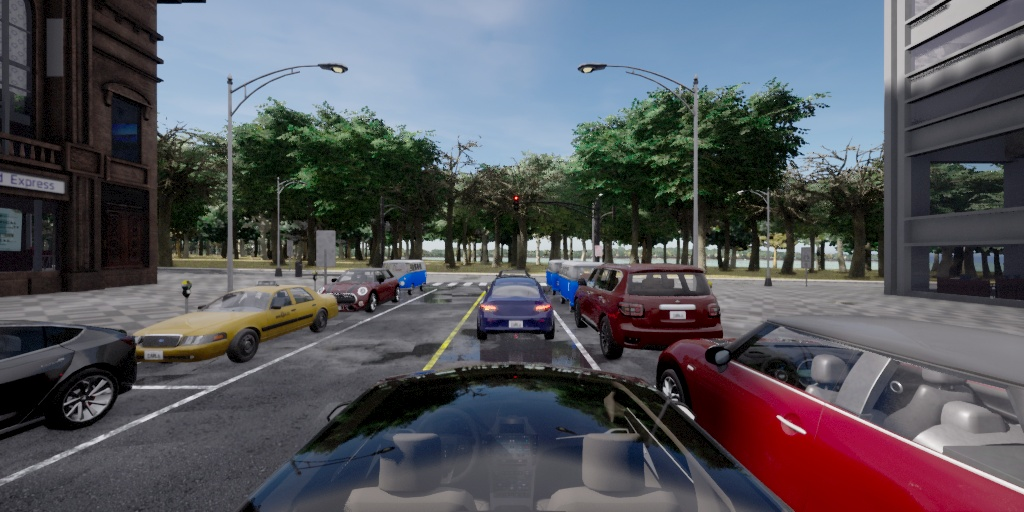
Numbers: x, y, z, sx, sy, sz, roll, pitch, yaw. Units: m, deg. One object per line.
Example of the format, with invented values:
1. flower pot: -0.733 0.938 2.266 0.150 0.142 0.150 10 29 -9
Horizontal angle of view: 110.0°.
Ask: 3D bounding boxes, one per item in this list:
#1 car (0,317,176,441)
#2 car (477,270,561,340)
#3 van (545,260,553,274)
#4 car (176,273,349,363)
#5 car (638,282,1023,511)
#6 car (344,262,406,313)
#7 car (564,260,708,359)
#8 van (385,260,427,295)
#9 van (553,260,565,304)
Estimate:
1. car: -5.763 1.316 2.912 1.948 1.339 4.313 0 0 0
2. car: 0.095 1.276 9.890 1.812 1.442 4.674 0 0 0
3. van: 2.756 1.092 19.228 1.690 1.789 3.998 0 0 0
4. car: -5.765 1.275 8.180 1.751 1.417 4.829 0 0 0
5. car: 2.762 1.190 2.915 1.967 1.591 4.097 0 0 0
6. car: -5.767 1.190 13.787 1.967 1.591 4.097 0 0 0
7. car: 2.760 1.065 8.353 2.192 1.841 5.009 0 0 0
8. van: -5.769 1.092 19.225 1.690 1.789 3.998 0 0 0
9. van: 2.758 1.091 13.790 1.690 1.789 3.998 0 0 0
